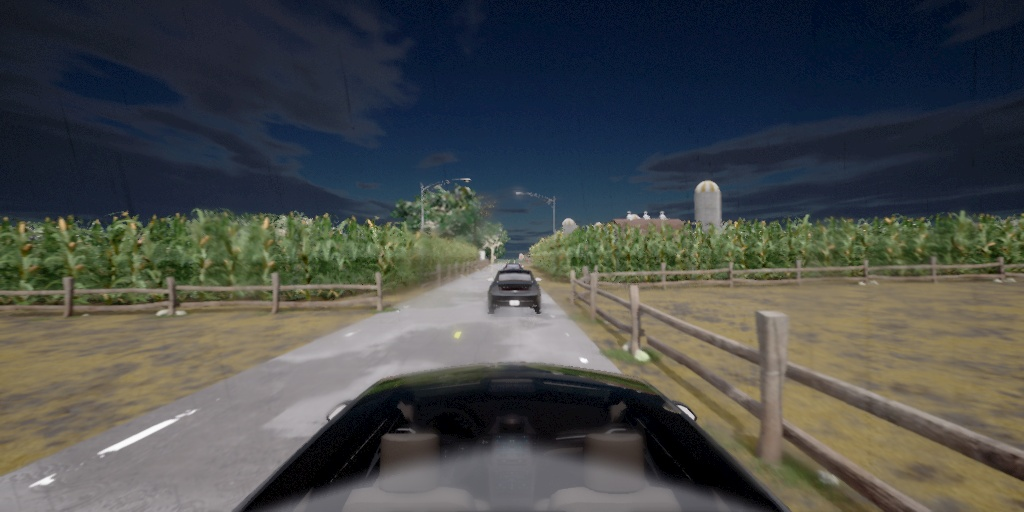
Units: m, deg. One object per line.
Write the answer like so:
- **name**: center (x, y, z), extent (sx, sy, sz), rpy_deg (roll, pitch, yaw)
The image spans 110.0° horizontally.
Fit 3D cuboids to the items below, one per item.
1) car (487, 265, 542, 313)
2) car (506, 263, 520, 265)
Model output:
- **car**: center (0.096, 1.254, 13.964), extent (1.837, 1.490, 4.892), rpy_deg (0, 0, 0)
- **car**: center (0.093, 1.316, 31.639), extent (1.994, 1.385, 4.181), rpy_deg (0, 0, 0)
